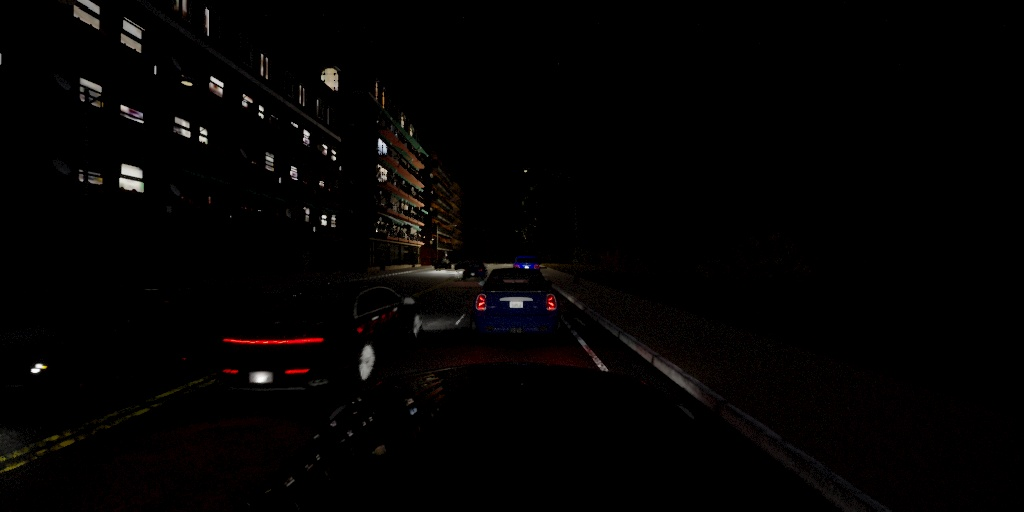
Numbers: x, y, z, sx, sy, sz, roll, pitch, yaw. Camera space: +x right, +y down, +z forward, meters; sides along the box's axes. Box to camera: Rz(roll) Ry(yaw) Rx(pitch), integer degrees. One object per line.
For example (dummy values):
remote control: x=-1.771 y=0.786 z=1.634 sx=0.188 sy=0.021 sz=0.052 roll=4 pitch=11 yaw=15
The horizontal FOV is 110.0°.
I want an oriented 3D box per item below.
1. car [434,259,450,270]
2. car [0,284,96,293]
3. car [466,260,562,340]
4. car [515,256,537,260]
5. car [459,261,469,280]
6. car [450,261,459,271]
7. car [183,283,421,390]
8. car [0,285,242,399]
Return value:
car: x=-9.842 y=1.244 z=51.091 sx=2.128 sy=1.511 sz=4.902 roll=0 pitch=0 yaw=0
car: x=-9.851 y=1.315 z=7.581 sx=1.994 sy=1.385 sz=4.181 roll=0 pitch=0 yaw=0
car: x=0.098 y=1.103 z=10.112 sx=2.097 sy=1.767 sz=4.553 roll=0 pitch=0 yaw=0
car: x=1.139 y=0.979 z=30.065 sx=2.150 sy=2.045 sz=5.566 roll=0 pitch=0 yaw=0
car: x=-3.151 y=1.279 z=31.101 sx=1.812 sy=1.442 sz=4.674 roll=0 pitch=0 yaw=0
car: x=-6.597 y=1.354 z=48.037 sx=1.895 sy=1.301 sz=4.718 roll=0 pitch=0 yaw=0
car: x=-3.153 y=1.257 z=6.925 sx=1.837 sy=1.490 sz=4.892 roll=0 pitch=0 yaw=0
car: x=-6.601 y=1.298 z=6.996 sx=2.033 sy=1.411 sz=5.357 roll=0 pitch=0 yaw=0
